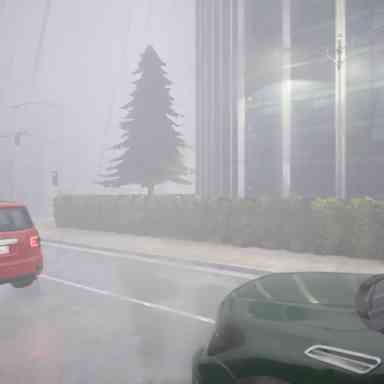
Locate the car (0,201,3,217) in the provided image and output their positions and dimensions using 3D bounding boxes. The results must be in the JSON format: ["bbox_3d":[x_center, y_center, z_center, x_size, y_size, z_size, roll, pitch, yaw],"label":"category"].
[{"bbox_3d":[-19.331,1.547,28.291,2.033,1.411,5.357,0,0,36],"label":"car"}]

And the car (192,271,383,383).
[{"bbox_3d":[2.654,1.221,2.097,5.566,2.045,2.150,0,0,36],"label":"car"}]

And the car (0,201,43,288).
[{"bbox_3d":[-5.812,1.221,8.081,5.566,2.045,2.150,0,0,38],"label":"car"}]
